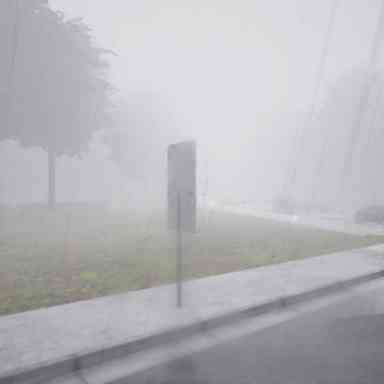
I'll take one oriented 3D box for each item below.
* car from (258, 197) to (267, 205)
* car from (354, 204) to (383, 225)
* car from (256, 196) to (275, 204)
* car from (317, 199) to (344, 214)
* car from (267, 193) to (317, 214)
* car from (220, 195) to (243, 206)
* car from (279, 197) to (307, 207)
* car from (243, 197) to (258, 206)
[{"bbox_3d":[13.104,1.358,54.075,2.097,1.767,4.553,0,0,-12],"label":"car"},{"bbox_3d":[13.100,1.536,22.711,1.994,1.385,4.181,0,0,-12],"label":"car"},{"bbox_3d":[14.184,1.574,64.508,1.994,1.385,4.181,0,0,-12],"label":"car"},{"bbox_3d":[13.809,1.480,34.886,2.128,1.511,4.902,0,0,-12],"label":"car"},{"bbox_3d":[10.421,1.197,35.179,2.150,2.045,5.566,0,1,-12],"label":"car"},{"bbox_3d":[6.248,1.340,54.958,2.097,1.767,4.553,0,0,-12],"label":"car"},{"bbox_3d":[16.368,1.562,54.351,2.033,1.411,5.357,0,0,-12],"label":"car"},{"bbox_3d":[9.285,1.562,56.307,1.994,1.385,4.181,0,0,-12],"label":"car"}]
